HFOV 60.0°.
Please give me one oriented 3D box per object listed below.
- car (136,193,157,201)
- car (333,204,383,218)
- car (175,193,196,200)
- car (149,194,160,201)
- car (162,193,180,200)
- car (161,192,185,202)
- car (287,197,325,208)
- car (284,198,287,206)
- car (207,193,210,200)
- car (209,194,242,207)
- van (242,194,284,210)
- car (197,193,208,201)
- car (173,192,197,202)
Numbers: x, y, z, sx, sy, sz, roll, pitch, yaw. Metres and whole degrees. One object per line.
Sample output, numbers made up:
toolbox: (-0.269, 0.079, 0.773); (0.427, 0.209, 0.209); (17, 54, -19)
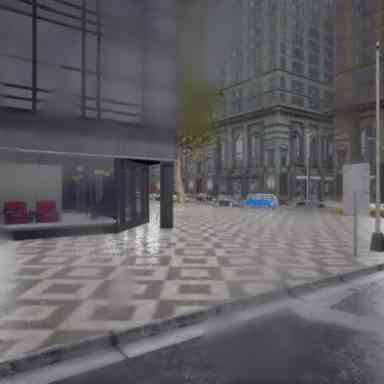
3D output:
car: (-8.257, 0.908, 60.541); (2.008, 1.369, 4.403); (1, 0, -35)
car: (14.489, 1.396, 28.247); (1.752, 1.417, 4.829); (1, 0, -35)
car: (-1.291, 0.908, 65.456); (2.008, 1.369, 4.403); (1, 0, -35)
car: (-5.022, 0.989, 55.949); (2.008, 1.369, 4.403); (1, 0, -35)
car: (-4.527, 0.858, 70.047); (1.802, 1.307, 4.206); (1, 0, -35)
car: (-3.344, 0.829, 58.345); (2.097, 1.767, 4.553); (0, 1, -35)
car: (14.884, 1.313, 42.493); (1.947, 1.339, 4.313); (1, 0, -35)
car: (11.650, 1.221, 47.084); (1.887, 1.381, 4.507); (1, 0, -35)
car: (5.178, 1.071, 56.272); (2.008, 1.369, 4.403); (1, 0, -35)
car: (4.684, 1.228, 42.168); (2.008, 1.369, 4.403); (1, 0, -35)
van: (7.921, 1.089, 37.575); (1.690, 1.788, 3.998); (1, 0, -35)
car: (1.946, 0.878, 60.864); (1.967, 1.590, 4.097); (1, 0, -35)
car: (-1.689, 1.049, 51.218); (1.752, 1.417, 4.829); (1, 0, -35)
